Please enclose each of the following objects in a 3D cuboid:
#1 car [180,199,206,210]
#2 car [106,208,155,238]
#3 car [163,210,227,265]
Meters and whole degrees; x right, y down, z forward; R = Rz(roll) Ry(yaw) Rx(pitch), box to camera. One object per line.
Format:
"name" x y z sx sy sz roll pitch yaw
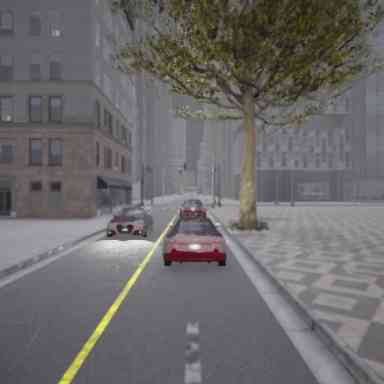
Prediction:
"car" 0.078 1.339 27.223 2.097 1.767 4.553 0 0 0
"car" -3.110 1.554 17.405 1.994 1.385 4.181 0 0 0
"car" 0.087 1.557 11.646 1.994 1.385 4.181 0 0 0
